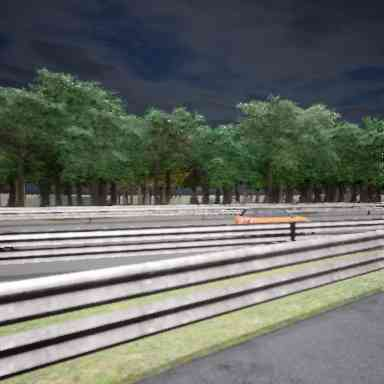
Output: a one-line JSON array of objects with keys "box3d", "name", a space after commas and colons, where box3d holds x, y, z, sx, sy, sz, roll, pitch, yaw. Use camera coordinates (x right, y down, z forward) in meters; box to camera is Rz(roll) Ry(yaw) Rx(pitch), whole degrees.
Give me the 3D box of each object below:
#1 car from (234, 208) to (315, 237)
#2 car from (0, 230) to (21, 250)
[{"box3d": [4.653, 1.663, 18.777, 4.553, 1.767, 2.097, 0, 0, -20], "name": "car"}, {"box3d": [-9.866, 1.890, 13.606, 5.357, 1.411, 2.033, 0, 0, -20], "name": "car"}]
